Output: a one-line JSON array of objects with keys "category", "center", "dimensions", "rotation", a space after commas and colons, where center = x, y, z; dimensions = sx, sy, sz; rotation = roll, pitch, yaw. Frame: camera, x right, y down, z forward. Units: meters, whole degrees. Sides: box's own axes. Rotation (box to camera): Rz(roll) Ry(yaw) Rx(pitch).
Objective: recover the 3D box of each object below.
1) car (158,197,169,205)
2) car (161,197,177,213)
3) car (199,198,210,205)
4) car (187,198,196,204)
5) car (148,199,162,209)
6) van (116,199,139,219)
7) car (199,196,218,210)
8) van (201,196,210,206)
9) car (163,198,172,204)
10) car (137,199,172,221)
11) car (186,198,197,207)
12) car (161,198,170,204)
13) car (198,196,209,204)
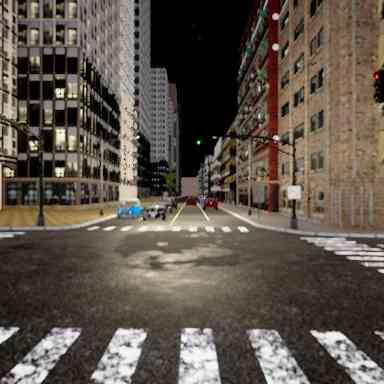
[{"category": "car", "center": [-5.842, 1.868, 69.222], "dimensions": [1.967, 1.590, 4.097], "rotation": [0, 0, 0]}, {"category": "car", "center": [-3.173, 1.725, 38.761], "dimensions": [2.128, 1.511, 4.902], "rotation": [0, 0, 0]}, {"category": "car", "center": [2.539, 1.979, 69.240], "dimensions": [2.008, 1.369, 4.403], "rotation": [0, 0, 0]}, {"category": "car", "center": [-0.150, 1.878, 69.909], "dimensions": [1.895, 1.301, 4.718], "rotation": [0, 0, 0]}, {"category": "car", "center": [-5.805, 1.845, 52.399], "dimensions": [1.752, 1.417, 4.829], "rotation": [0, 0, 0]}, {"category": "van", "center": [-5.757, 1.523, 30.367], "dimensions": [1.690, 1.788, 3.998], "rotation": [0, 0, 0]}, {"category": "car", "center": [2.587, 1.601, 47.039], "dimensions": [2.192, 1.841, 5.009], "rotation": [0, 0, 0]}, {"category": "van", "center": [2.550, 1.733, 63.691], "dimensions": [1.690, 1.788, 3.998], "rotation": [0, 0, 0]}, {"category": "car", "center": [-5.866, 2.053, 80.323], "dimensions": [2.008, 1.369, 4.403], "rotation": [0, 0, 0]}, {"category": "car", "center": [-3.161, 1.666, 29.301], "dimensions": [2.128, 1.511, 4.902], "rotation": [0, 0, 0]}, {"category": "car", "center": [-0.126, 1.842, 59.457], "dimensions": [1.882, 1.535, 5.008], "rotation": [0, 0, 0]}, {"category": "car", "center": [-5.854, 1.989, 74.602], "dimensions": [1.752, 1.417, 4.829], "rotation": [0, 0, 0]}, {"category": "car", "center": [2.526, 1.780, 74.793], "dimensions": [2.192, 1.841, 5.009], "rotation": [0, 0, 0]}]
